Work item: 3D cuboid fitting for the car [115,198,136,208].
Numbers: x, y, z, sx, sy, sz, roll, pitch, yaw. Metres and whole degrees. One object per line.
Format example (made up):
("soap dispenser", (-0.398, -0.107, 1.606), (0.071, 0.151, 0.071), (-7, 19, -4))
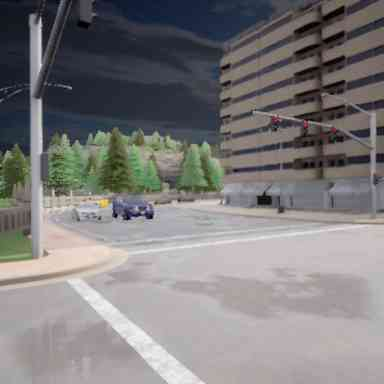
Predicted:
("car", (-10.004, 1.614, 50.439), (1.895, 1.301, 4.718), (0, 0, 6))

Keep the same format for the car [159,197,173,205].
("car", (-4.860, 1.541, 57.699), (1.994, 1.385, 4.181), (0, 0, 16))

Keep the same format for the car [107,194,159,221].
("car", (-4.959, 1.202, 27.248), (2.150, 2.045, 5.566), (0, 0, -28))

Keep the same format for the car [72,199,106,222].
("car", (-8.584, 1.531, 26.927), (1.812, 1.442, 4.674), (0, 0, -27))

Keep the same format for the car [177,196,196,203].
("car", (-1.017, 1.442, 66.899), (2.128, 1.511, 4.902), (0, 0, 34))

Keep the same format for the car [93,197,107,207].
("car", (-13.595, 1.516, 48.300), (1.882, 1.535, 5.008), (-1, 0, 3))
